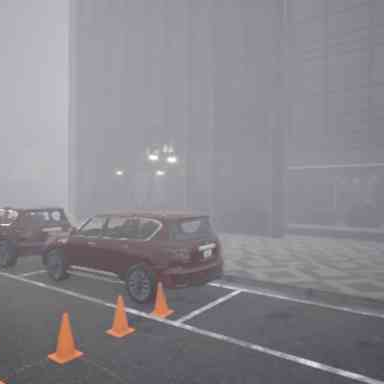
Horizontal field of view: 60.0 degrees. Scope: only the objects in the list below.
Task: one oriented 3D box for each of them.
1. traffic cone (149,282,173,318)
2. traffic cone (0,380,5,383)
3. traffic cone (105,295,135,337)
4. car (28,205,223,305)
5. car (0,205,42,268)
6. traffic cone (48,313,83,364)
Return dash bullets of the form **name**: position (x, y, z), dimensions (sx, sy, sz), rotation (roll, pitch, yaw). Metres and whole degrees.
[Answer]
- **traffic cone**: position (-0.589, 1.977, 6.217), dimensions (0.340, 0.580, 0.340), rotation (0, 3, 32)
- **traffic cone**: position (-2.340, 1.973, 3.804), dimensions (0.340, 0.580, 0.340), rotation (0, 0, 36)
- **traffic cone**: position (-1.173, 1.982, 5.428), dimensions (0.340, 0.580, 0.340), rotation (0, 0, 36)
- **car**: position (-1.622, 1.355, 8.259), dimensions (5.009, 1.841, 2.192), rotation (0, 0, 36)
- **car**: position (-6.198, 1.366, 11.550), dimensions (5.009, 1.841, 2.192), rotation (0, 0, 36)
- **traffic cone**: position (-1.756, 1.977, 4.616), dimensions (0.340, 0.580, 0.340), rotation (0, 0, 36)
